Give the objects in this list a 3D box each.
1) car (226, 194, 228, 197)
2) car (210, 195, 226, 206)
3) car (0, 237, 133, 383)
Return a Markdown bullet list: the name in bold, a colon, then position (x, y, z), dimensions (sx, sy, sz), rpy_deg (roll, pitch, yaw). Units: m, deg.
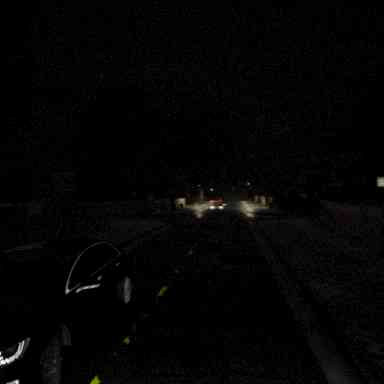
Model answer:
- **car**: position (6.519, 1.665, 76.773), dimensions (2.150, 2.045, 5.566), rpy_deg (-1, 0, 7)
- **car**: position (4.586, 1.725, 61.555), dimensions (2.097, 1.767, 4.553), rpy_deg (-1, 0, 8)
- **car**: position (-2.332, 1.602, 5.432), dimensions (1.837, 1.490, 4.892), rpy_deg (-2, -1, 5)
